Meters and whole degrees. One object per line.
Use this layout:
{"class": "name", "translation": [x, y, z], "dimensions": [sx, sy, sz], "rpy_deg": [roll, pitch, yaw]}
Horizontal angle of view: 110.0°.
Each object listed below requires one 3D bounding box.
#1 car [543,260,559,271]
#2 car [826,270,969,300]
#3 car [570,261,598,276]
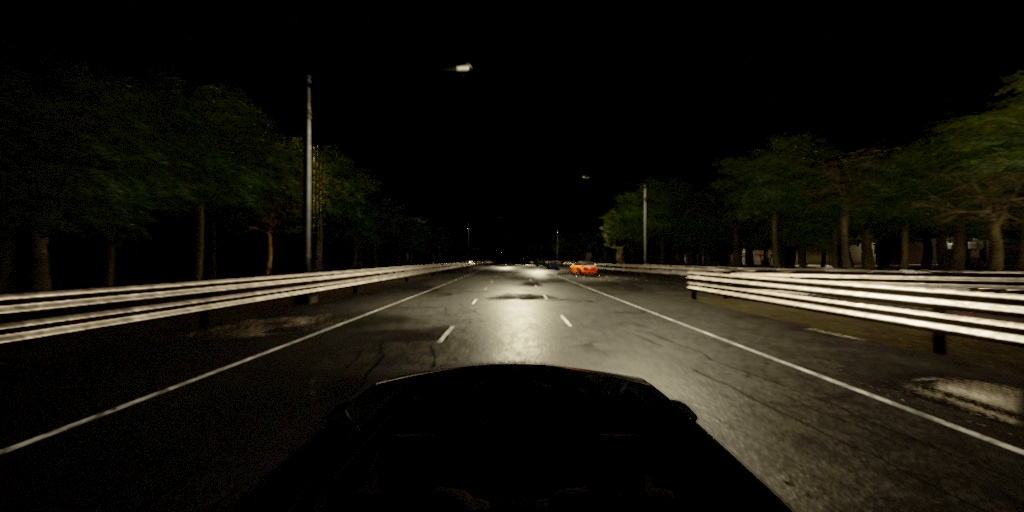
{"class": "car", "translation": [6.724, 1.674, 59.620], "dimensions": [2.033, 1.411, 5.357], "rpy_deg": [0, 0, 1]}
{"class": "car", "translation": [16.748, 1.328, 16.100], "dimensions": [1.812, 1.442, 4.674], "rpy_deg": [0, -1, -23]}
{"class": "car", "translation": [8.421, 1.387, 42.513], "dimensions": [2.097, 1.767, 4.553], "rpy_deg": [0, 0, -8]}
